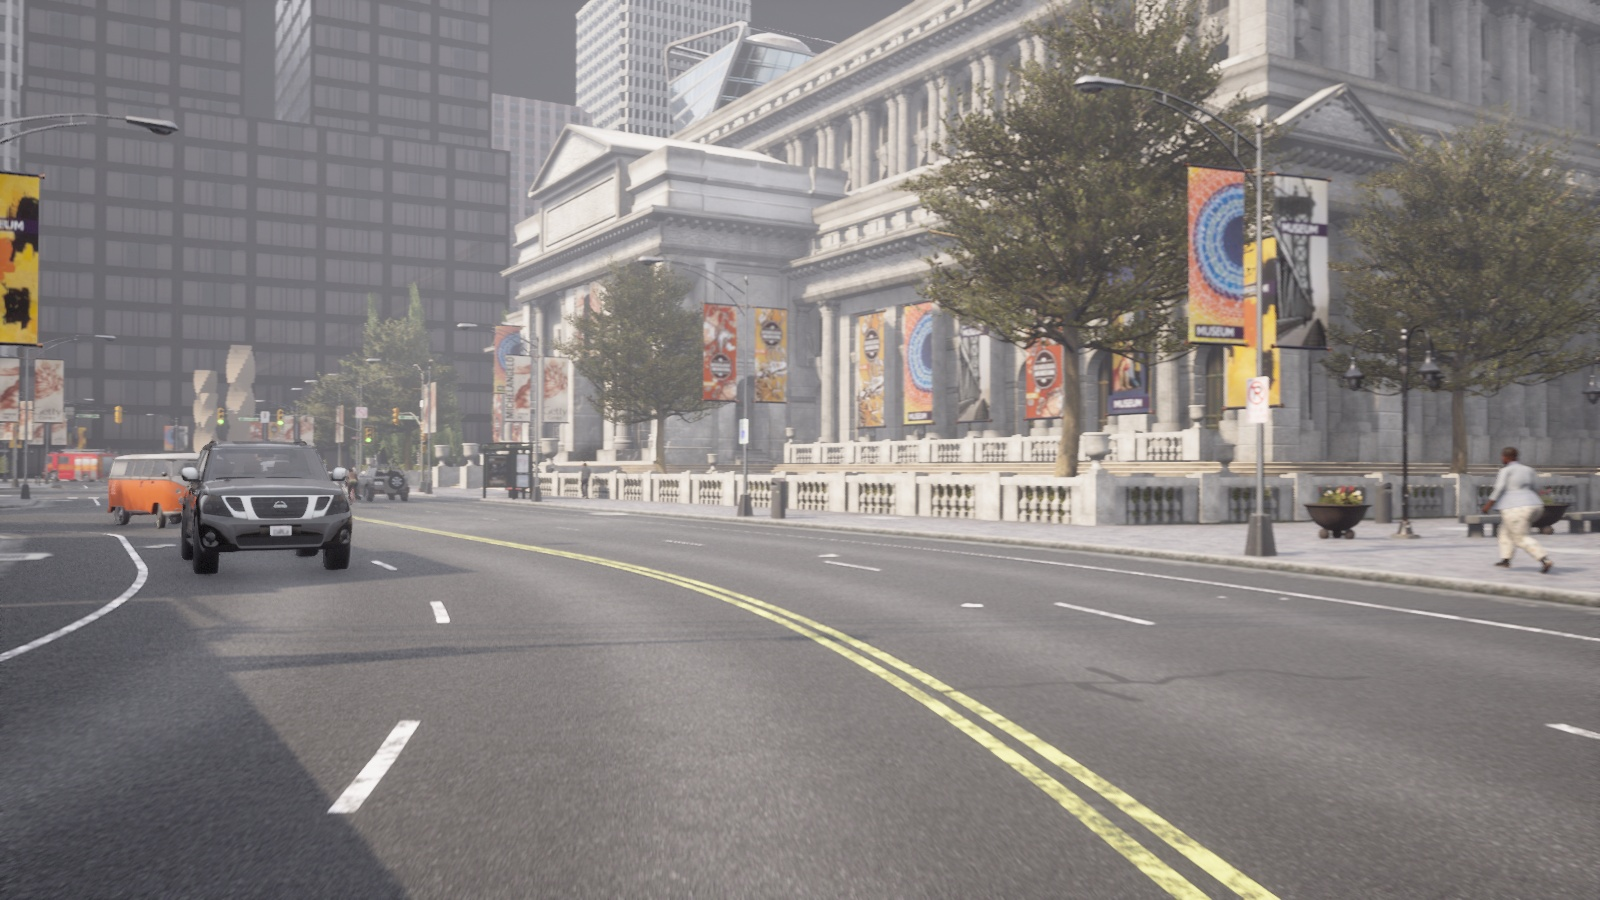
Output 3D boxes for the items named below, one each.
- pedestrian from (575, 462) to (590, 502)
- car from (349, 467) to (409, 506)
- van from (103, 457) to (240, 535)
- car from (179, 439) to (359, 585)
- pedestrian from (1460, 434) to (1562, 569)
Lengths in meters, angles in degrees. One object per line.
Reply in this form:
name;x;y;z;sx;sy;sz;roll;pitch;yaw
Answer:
pedestrian;-10.655;1.556;61.556;0.423;1.949;0.788;0;-1;-38
car;-20.944;1.781;62.418;1.932;1.855;4.605;0;-1;-30
van;-17.137;1.227;34.145;4.442;1.987;1.775;-1;-2;41
car;-8.857;0.923;20.631;2.150;2.045;5.566;0;-1;-29
pedestrian;10.153;0.721;17.956;0.874;1.855;0.900;0;-1;-23
